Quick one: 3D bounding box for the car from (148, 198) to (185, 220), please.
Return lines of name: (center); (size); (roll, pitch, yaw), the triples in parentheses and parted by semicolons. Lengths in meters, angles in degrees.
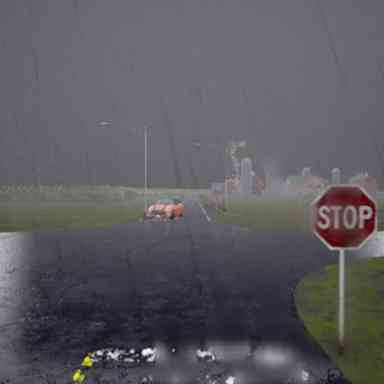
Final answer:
car: (-2.143, 1.333, 28.465); (2.097, 1.767, 4.553); (0, 0, 14)
